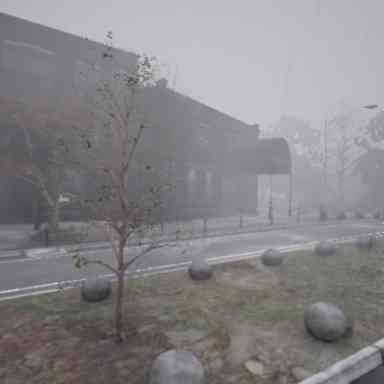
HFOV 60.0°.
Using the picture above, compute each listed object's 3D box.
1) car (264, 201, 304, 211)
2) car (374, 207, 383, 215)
[{"bbox_3d":[13.161,1.961,47.621,5.357,1.411,2.033,1,-1,36],"label":"car"},{"bbox_3d":[24.957,2.174,40.883,4.674,1.442,1.812,1,-1,15],"label":"car"}]
